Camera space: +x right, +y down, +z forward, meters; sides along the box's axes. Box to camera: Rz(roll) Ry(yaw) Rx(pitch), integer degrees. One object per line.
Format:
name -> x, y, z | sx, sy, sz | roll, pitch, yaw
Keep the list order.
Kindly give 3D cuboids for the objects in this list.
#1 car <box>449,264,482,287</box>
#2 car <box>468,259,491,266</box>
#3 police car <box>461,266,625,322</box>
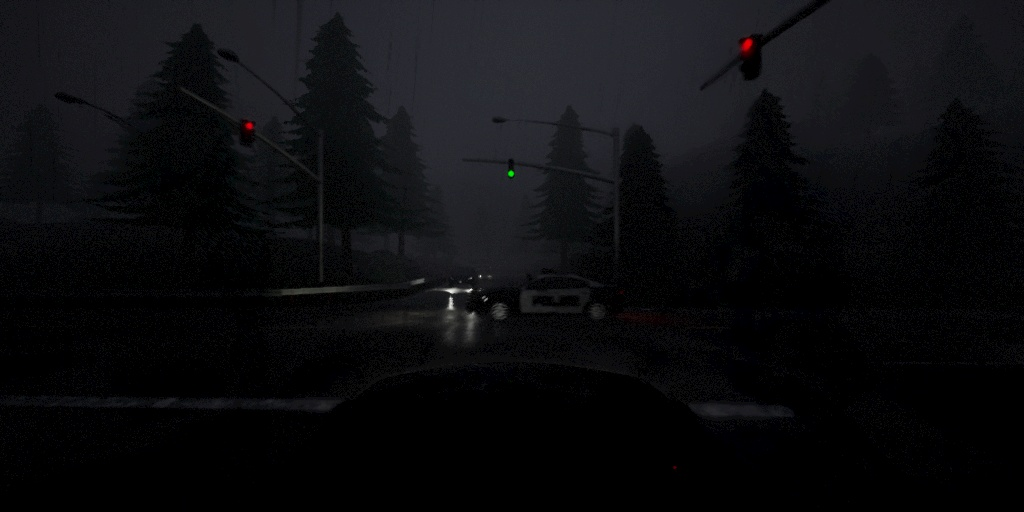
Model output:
car -> -3.566, 1.535, 27.156 | 1.812, 1.442, 4.674 | 0, -1, 0
car -> -4.710, 1.481, 51.502 | 2.150, 2.045, 5.566 | 1, -1, -24
police car -> 1.114, 1.271, 12.148 | 5.238, 1.638, 1.930 | 0, -1, 0
